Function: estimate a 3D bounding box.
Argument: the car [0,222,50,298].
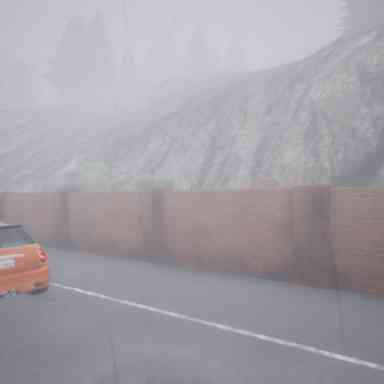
[{"bbox_3d":[-5.347,1.438,7.666,4.553,1.767,2.097,-1,0,35],"label":"car"}]
